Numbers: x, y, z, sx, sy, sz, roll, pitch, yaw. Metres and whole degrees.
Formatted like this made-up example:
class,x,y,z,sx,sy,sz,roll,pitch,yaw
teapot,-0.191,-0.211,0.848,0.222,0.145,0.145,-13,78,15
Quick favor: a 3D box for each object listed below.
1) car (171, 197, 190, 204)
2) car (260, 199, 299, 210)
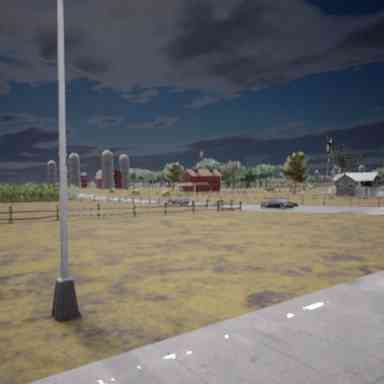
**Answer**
class,x,y,z,sx,sy,sz,roll,pitch,yaw
car,-2.223,1.726,64.376,1.994,1.385,4.181,-2,2,-35
car,11.668,1.602,44.813,2.033,1.411,5.357,-2,0,-36
